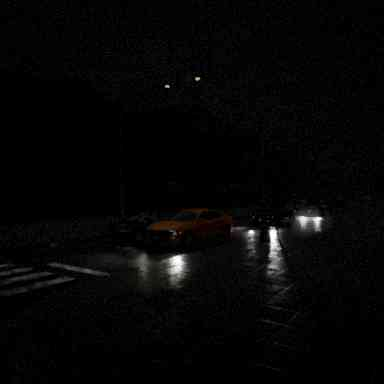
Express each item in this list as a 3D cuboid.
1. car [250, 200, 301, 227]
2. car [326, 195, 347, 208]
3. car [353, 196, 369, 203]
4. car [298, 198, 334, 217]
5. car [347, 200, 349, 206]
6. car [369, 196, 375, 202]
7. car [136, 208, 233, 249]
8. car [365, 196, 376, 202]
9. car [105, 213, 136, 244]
[{"bbox_3d":[5.701,1.514,23.060,1.837,1.490,4.892,-1,0,35],"label":"car"},{"bbox_3d":[20.681,1.326,48.701,2.192,1.841,5.009,-1,0,35],"label":"car"},{"bbox_3d":[33.778,1.580,67.265,1.947,1.339,4.313,-1,0,35],"label":"car"},{"bbox_3d":[11.747,1.561,31.607,1.994,1.385,4.181,-1,0,35],"label":"car"},{"bbox_3d":[23.957,1.575,53.342,1.947,1.339,4.313,-1,0,35],"label":"car"},{"bbox_3d":[40.227,1.555,76.409,1.752,1.417,4.829,-1,-1,35],"label":"car"},{"bbox_3d":[0.034,1.506,15.027,1.882,1.535,5.008,-1,0,35],"label":"car"},{"bbox_3d":[43.599,1.586,81.188,1.887,1.381,4.507,-1,-1,35],"label":"car"},{"bbox_3d":[-2.233,1.603,16.212,2.008,1.369,4.403,0,0,35],"label":"car"}]
